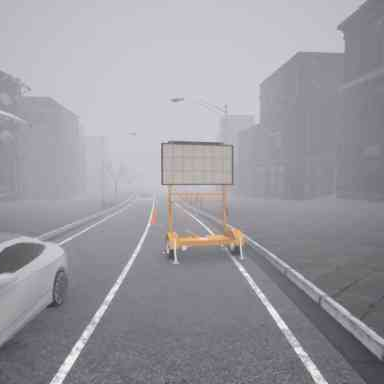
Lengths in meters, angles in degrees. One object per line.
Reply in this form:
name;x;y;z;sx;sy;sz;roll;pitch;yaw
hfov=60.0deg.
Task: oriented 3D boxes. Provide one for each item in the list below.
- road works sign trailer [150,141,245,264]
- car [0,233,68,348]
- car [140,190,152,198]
road works sign trailer;0.141;0.174;10.847;2.380;3.560;2.880;-1;1;-16
car;-3.240;1.406;4.716;1.812;1.442;4.674;0;2;-2
car;-8.243;0.392;59.388;1.994;1.385;4.181;0;3;-6
